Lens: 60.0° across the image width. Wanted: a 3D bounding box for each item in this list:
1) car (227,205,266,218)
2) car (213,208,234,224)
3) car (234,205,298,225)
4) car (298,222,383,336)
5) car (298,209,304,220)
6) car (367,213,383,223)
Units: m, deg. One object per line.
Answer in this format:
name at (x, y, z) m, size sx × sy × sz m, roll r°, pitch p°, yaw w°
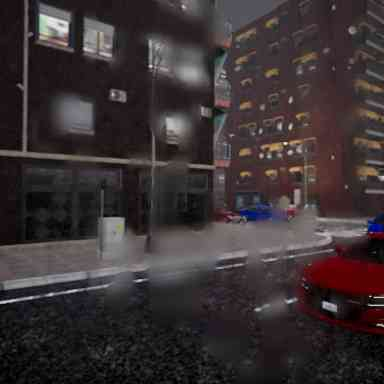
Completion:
car at (6.228, 2.223, 38.616) m, size 1.947 × 1.339 × 4.313 m, roll 0°, pitch -1°, yaw -36°
car at (2.580, 2.073, 29.416) m, size 1.802 × 1.307 × 4.206 m, roll 0°, pitch -1°, yaw -36°
car at (6.267, 1.962, 28.701) m, size 1.882 × 1.535 × 5.008 m, roll 1°, pitch -1°, yaw -36°
car at (4.201, 1.557, 6.683) m, size 5.008 × 1.535 × 1.882 m, roll 1°, pitch 0°, yaw -36°
car at (9.346, 2.132, 34.304) m, size 1.887 × 1.381 × 4.507 m, roll 0°, pitch -1°, yaw -36°
car at (8.869, 1.681, 14.551) m, size 1.882 × 1.535 × 5.008 m, roll 2°, pitch 0°, yaw 33°
